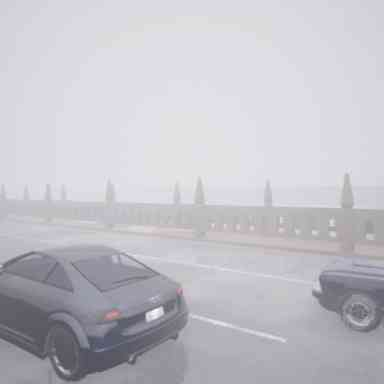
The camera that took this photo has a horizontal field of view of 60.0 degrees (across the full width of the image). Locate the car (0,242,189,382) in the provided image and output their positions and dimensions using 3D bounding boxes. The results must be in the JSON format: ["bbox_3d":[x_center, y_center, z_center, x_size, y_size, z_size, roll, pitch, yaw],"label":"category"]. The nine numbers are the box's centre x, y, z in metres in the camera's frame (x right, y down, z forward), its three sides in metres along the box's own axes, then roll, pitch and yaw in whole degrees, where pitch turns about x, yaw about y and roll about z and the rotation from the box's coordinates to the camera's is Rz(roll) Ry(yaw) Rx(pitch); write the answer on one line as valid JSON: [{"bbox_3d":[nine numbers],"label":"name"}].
[{"bbox_3d":[-2.116,1.557,5.504,4.181,1.385,1.994,0,0,36],"label":"car"}]

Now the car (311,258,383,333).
[{"bbox_3d":[4.427,1.602,5.134,4.718,1.301,1.895,0,0,36],"label":"car"}]
